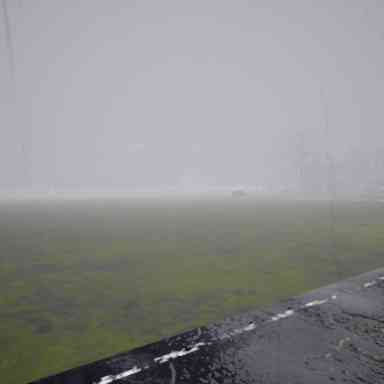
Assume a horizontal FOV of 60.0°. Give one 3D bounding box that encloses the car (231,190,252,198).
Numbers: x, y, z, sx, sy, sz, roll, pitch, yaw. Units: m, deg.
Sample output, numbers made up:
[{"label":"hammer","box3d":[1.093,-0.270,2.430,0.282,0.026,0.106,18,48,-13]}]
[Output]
[{"label":"car","box3d":[9.793,0.343,66.064,1.837,1.490,4.892,-2,1,-35]}]
